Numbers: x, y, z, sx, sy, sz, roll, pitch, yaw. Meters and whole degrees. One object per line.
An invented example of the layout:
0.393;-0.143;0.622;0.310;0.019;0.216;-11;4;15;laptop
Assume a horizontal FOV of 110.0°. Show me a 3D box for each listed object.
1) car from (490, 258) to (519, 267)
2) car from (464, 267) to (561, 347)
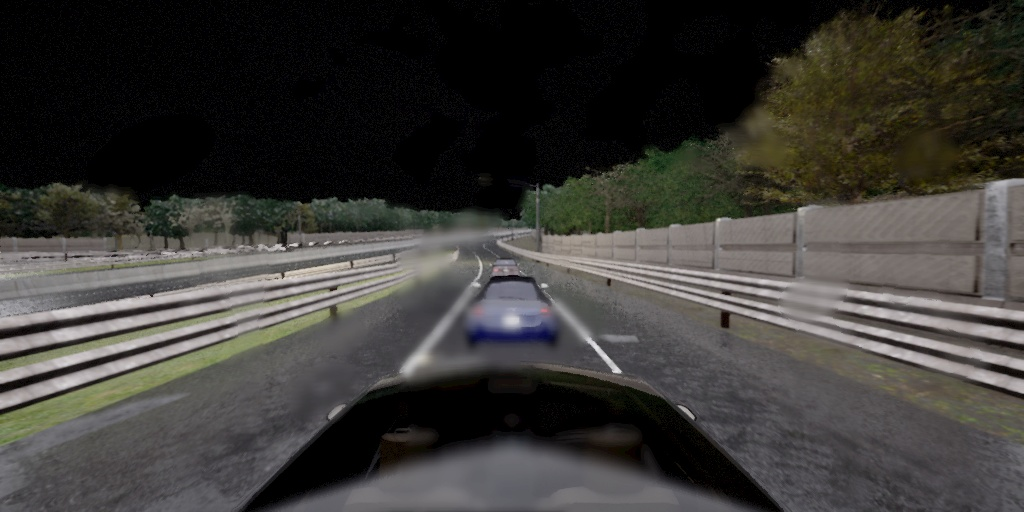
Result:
-0.478;0.833;23.726;2.033;1.411;5.357;0;1;-3;car
-0.002;1.164;8.847;1.994;1.385;4.181;0;1;0;car
